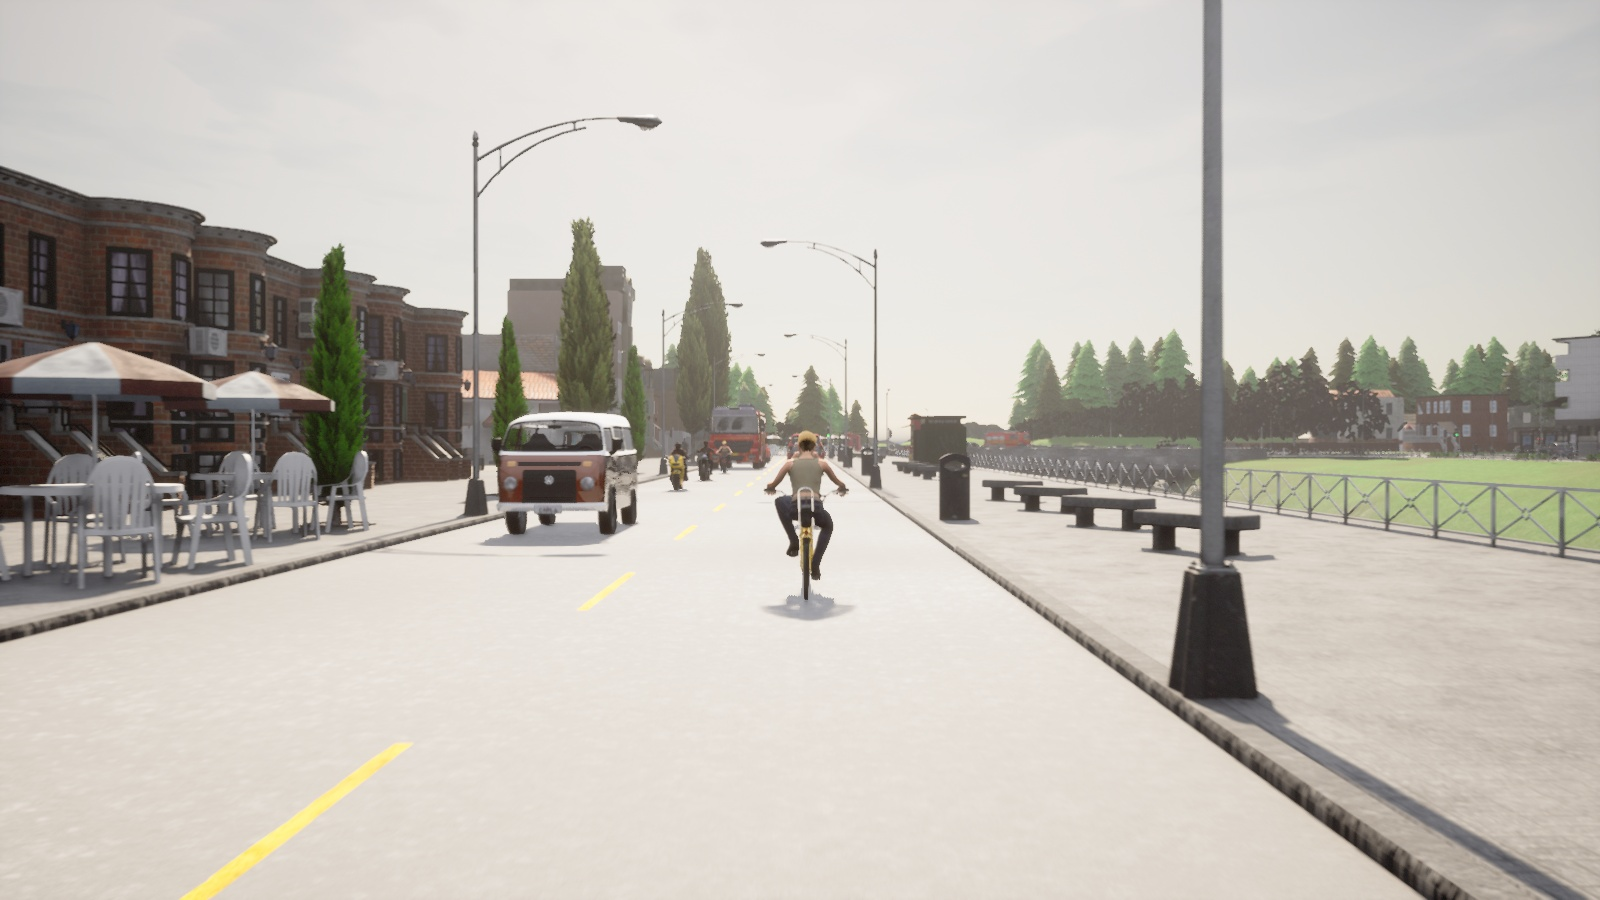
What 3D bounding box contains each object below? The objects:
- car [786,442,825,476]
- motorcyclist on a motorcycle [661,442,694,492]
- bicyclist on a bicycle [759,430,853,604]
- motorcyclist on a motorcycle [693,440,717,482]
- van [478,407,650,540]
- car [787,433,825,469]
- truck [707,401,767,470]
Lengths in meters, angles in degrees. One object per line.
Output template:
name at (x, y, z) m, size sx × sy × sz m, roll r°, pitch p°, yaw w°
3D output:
car at (0.279, 0.390, 59.709) m, size 1.789 × 1.549 × 3.705 m, roll 0°, pitch 0°, yaw 0°
motorcyclist on a motorcycle at (-3.813, 0.506, 39.199) m, size 0.797 × 1.523 × 2.044 m, roll 0°, pitch 0°, yaw 0°
bicyclist on a bicycle at (0.064, 0.614, 12.349) m, size 0.866 × 1.612 × 1.509 m, roll 0°, pitch 0°, yaw 1°
motorcyclist on a motorcycle at (-3.765, 0.414, 49.856) m, size 0.766 × 1.649 × 2.350 m, roll 0°, pitch 0°, yaw 0°
van at (-3.888, 0.346, 21.496) m, size 2.069 × 2.038 × 4.480 m, roll 0°, pitch 0°, yaw 0°
car at (0.341, 0.054, 73.347) m, size 2.150 × 2.045 × 5.566 m, roll 0°, pitch 0°, yaw 0°
truck at (-3.639, -0.840, 74.614) m, size 2.891 × 3.827 × 8.468 m, roll 0°, pitch 0°, yaw 2°
